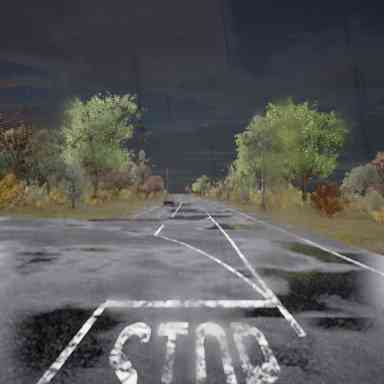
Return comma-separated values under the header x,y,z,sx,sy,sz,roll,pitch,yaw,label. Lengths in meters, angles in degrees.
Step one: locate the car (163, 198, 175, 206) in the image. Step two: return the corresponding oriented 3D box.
x,y,z,sx,sy,sz,roll,pitch,yaw,label
-3.779,1.668,54.925,1.895,1.301,4.718,0,0,-1,car
